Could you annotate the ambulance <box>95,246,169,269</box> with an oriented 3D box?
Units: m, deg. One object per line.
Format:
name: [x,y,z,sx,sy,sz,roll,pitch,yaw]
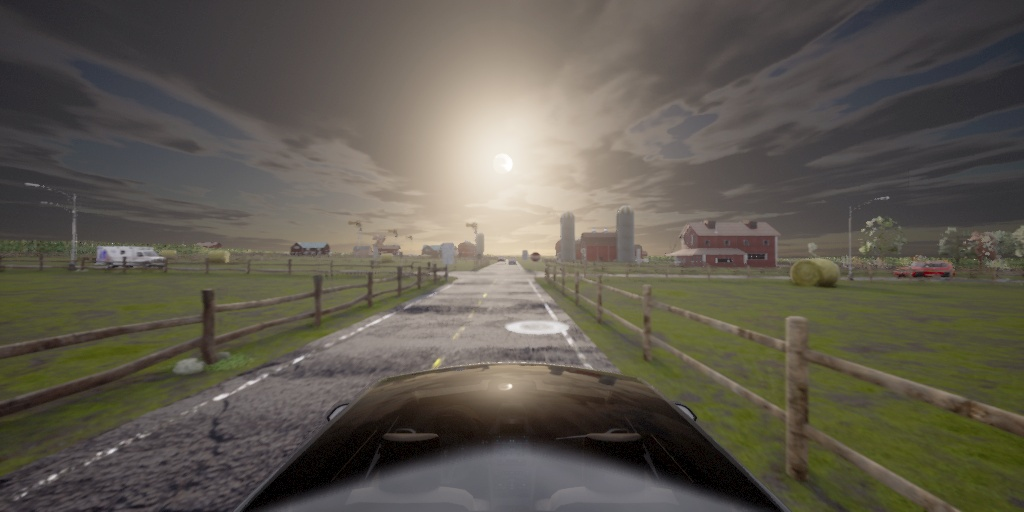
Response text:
ambulance: [-42.094,0.177,39.963,6.366,2.431,2.351,1,-1,0]
